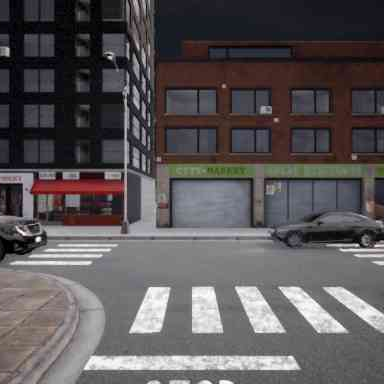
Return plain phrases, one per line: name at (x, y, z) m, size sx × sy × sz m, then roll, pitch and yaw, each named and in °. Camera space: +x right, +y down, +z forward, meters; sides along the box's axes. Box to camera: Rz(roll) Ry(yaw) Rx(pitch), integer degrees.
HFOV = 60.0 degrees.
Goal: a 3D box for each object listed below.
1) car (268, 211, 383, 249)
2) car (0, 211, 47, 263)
car at (5.557, 1.513, 13.836) m, size 4.674 × 1.442 × 1.812 m, roll 0°, pitch 0°, yaw 0°
car at (-7.800, 1.199, 10.913) m, size 5.566 × 2.045 × 2.150 m, roll 0°, pitch 0°, yaw 0°
